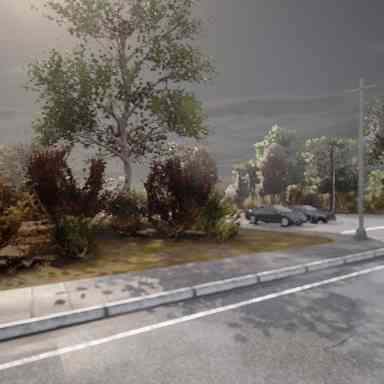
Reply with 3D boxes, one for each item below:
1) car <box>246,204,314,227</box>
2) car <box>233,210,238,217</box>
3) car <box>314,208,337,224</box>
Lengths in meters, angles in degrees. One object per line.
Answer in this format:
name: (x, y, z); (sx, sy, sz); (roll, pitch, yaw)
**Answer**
car: (6.170, 1.692, 24.690); (1.837, 1.490, 4.892); (0, -1, -39)
car: (2.210, 1.578, 34.762); (2.150, 2.045, 5.566); (0, -1, -43)
car: (8.830, 1.754, 27.013); (2.033, 1.411, 5.357); (0, -1, -39)
